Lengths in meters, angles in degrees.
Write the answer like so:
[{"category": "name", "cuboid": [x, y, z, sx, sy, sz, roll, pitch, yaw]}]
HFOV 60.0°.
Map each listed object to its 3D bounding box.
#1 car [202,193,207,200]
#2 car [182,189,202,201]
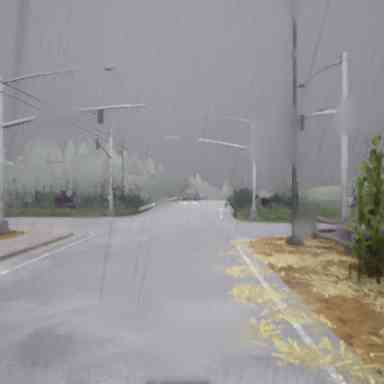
[{"category": "car", "cuboid": [2.106, 1.053, 69.536, 1.837, 1.490, 4.892, 0, -2, 8]}, {"category": "car", "cuboid": [-0.136, 0.454, 54.014, 2.150, 2.045, 5.566, 0, 0, 8]}]
